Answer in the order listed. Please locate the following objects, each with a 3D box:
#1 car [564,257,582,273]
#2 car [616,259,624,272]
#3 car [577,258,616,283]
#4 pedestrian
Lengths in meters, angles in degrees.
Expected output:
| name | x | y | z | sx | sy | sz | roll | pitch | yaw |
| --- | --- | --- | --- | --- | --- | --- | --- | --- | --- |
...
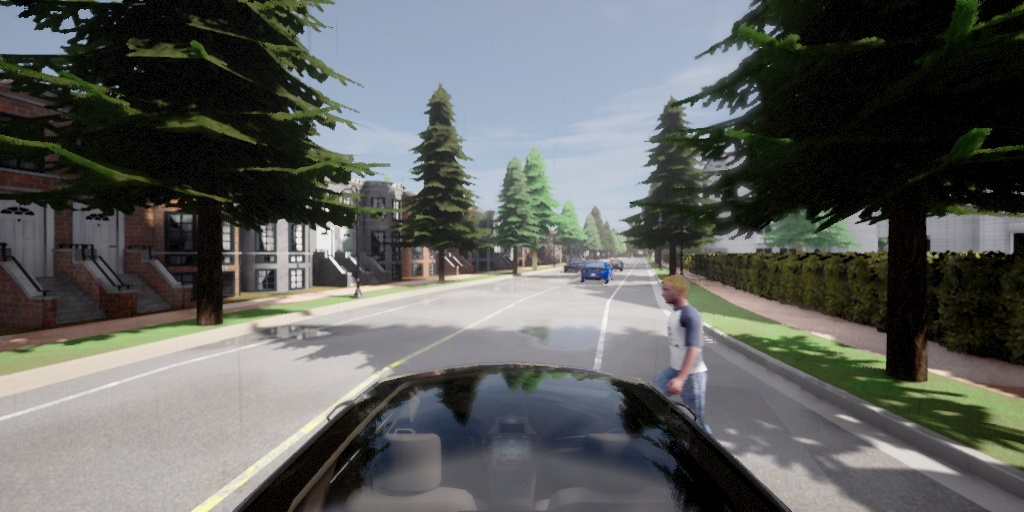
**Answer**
| name | x | y | z | sx | sy | sz | roll | pitch | yaw |
| --- | --- | --- | --- | --- | --- | --- | --- | --- | --- |
| car | 7.033 | 0.931 | 39.098 | 2.097 | 1.767 | 4.553 | 0 | 0 | 20 |
| car | 12.407 | 1.109 | 43.048 | 2.033 | 1.411 | 5.357 | 0 | 0 | 19 |
| car | 6.307 | 1.115 | 26.377 | 1.882 | 1.535 | 5.008 | 0 | 0 | 20 |
| pedestrian | 1.514 | 1.037 | 3.270 | 0.375 | 1.860 | 0.375 | 0 | 0 | 3 |
